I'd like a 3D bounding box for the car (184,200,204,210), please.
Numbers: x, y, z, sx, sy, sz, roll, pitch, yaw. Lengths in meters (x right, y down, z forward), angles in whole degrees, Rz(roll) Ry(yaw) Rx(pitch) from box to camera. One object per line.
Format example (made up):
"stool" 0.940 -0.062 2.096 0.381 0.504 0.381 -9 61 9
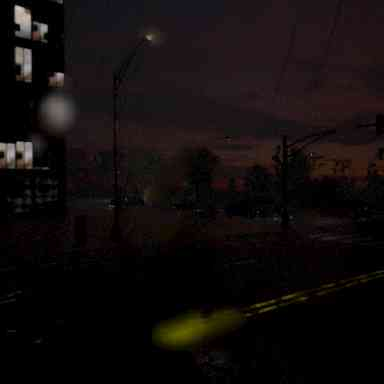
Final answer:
"car" -0.165 1.746 46.271 1.994 1.385 4.181 -1 0 -33

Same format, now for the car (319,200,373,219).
"car" 13.970 1.475 30.551 2.097 1.767 4.553 -1 0 -28

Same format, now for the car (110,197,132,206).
"car" -13.325 1.782 60.745 2.033 1.411 5.357 -1 0 -33

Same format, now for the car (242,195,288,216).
"car" 7.333 1.389 34.701 2.150 2.045 5.566 -1 0 -33

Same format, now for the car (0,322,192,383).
"car" -2.098 1.523 1.950 4.674 1.442 1.812 0 0 -35

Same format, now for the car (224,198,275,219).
"car" 5.186 1.678 32.046 1.882 1.535 5.008 -1 1 -33

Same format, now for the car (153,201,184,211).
"car" -3.503 1.819 45.445 1.895 1.301 4.718 -1 0 -33

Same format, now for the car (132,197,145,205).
"car" -10.478 1.680 62.323 1.882 1.535 5.008 -1 0 -33
